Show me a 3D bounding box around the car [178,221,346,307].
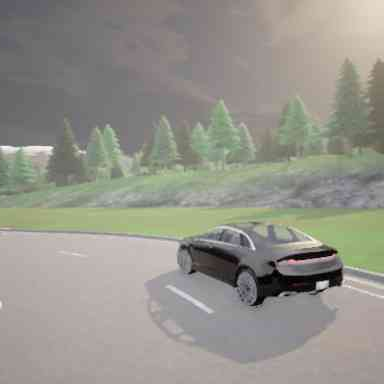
[{"bbox_3d":[1.252,1.465,8.080,2.128,1.511,4.902,-1,0,-26],"label":"car"}]
